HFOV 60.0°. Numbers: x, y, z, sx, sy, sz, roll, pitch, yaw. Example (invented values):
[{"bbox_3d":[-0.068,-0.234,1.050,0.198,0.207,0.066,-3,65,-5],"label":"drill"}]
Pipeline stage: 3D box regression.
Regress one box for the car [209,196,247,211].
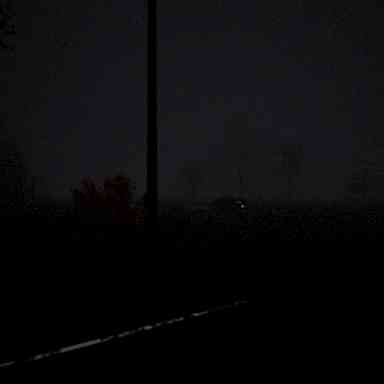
[{"bbox_3d":[3.807,1.178,36.074,1.837,1.490,4.892,-1,1,-35],"label":"car"}]
